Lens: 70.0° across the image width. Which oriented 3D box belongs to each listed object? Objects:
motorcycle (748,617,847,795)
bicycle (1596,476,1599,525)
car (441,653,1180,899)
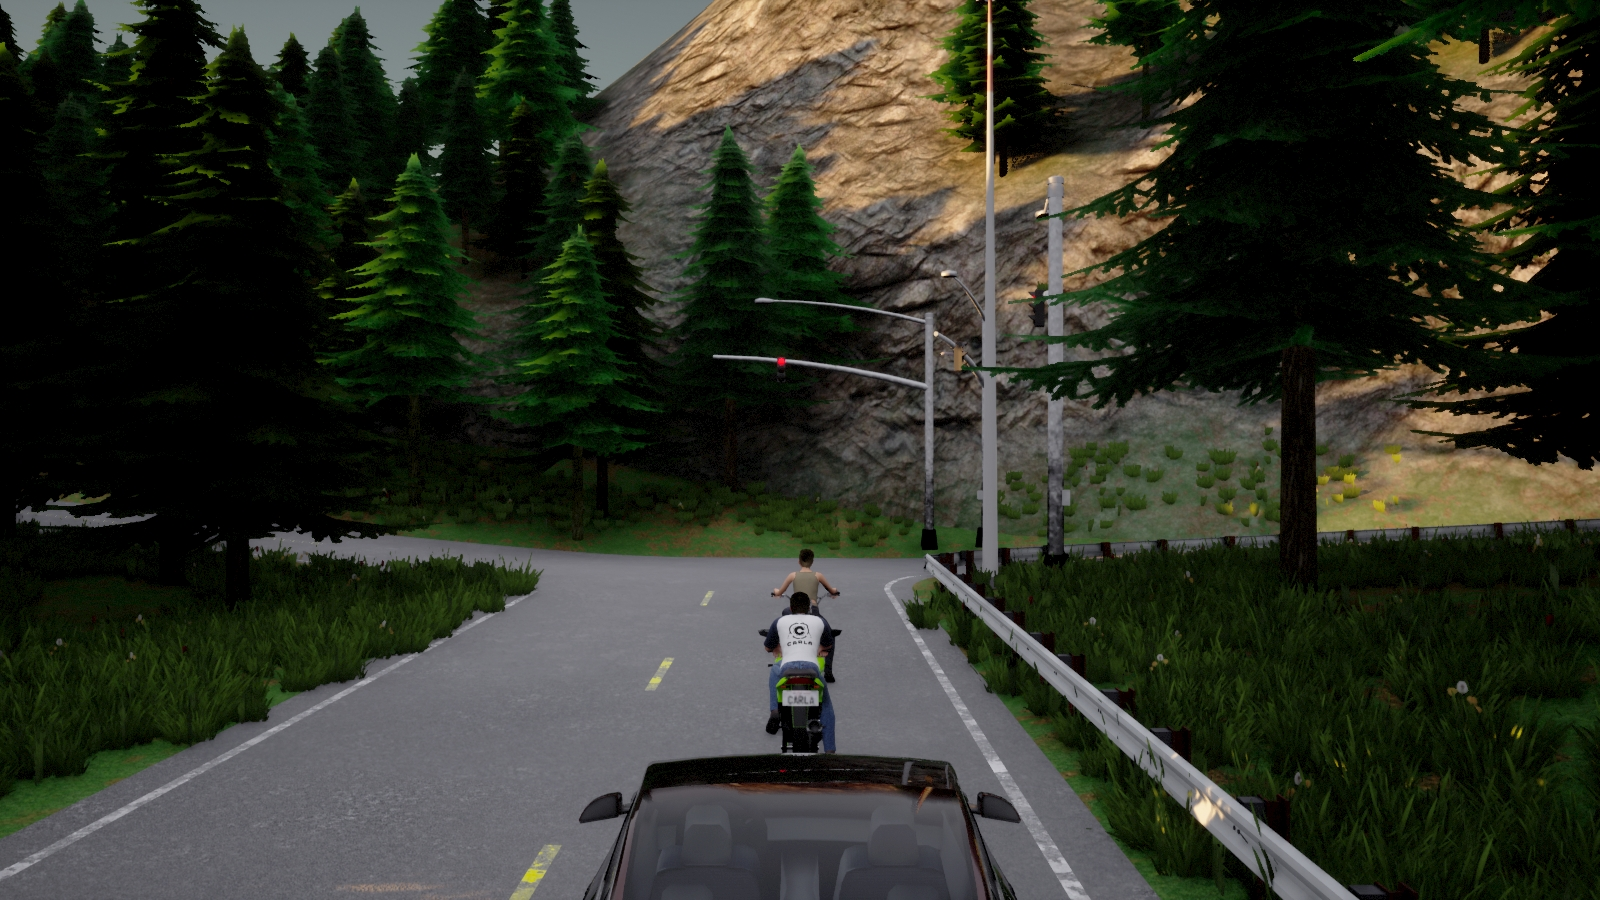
[{"bbox_3d":[-0.020,2.213,10.238,0.803,1.145,2.033,0,0,0],"label":"motorcycle"},{"bbox_3d":[21.725,1.355,29.474,1.835,1.471,0.329,-5,-2,26],"label":"bicycle"},{"bbox_3d":[0.029,2.063,5.012,2.163,1.488,4.792,0,0,0],"label":"car"}]
